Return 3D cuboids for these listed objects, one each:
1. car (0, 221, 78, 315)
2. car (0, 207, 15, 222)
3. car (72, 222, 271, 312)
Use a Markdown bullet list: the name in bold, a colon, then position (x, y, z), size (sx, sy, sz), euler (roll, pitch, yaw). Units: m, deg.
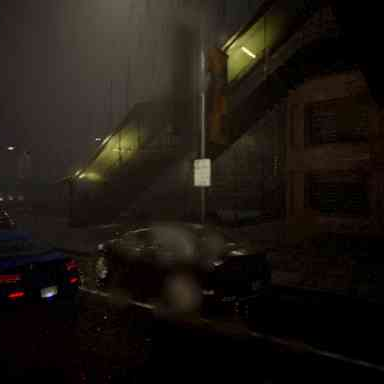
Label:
- **car**: position (-4.270, 1.503, 6.844), size (4.674, 1.442, 1.812), euler (0, 0, 35)
- **car**: position (-9.384, 1.304, 13.957), size (4.553, 1.767, 2.185), euler (0, 0, 34)
- **car**: position (-0.540, 1.462, 7.802), size (4.892, 1.521, 2.231), euler (0, 0, 44)
